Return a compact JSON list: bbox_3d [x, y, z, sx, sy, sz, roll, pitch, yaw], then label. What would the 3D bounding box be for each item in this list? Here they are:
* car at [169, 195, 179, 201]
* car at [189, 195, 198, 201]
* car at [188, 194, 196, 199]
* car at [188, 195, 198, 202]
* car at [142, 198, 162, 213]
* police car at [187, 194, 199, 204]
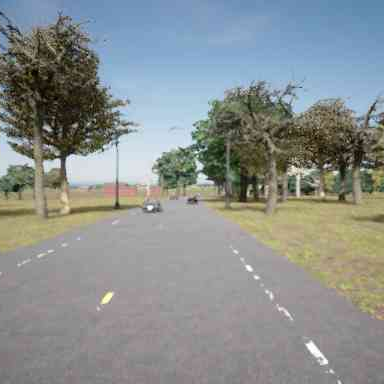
[{"bbox_3d":[-4.119,1.310,77.542,1.994,1.385,4.181,0,0,2],"label":"car"},{"bbox_3d":[0.406,1.366,76.687,1.837,1.490,4.892,0,0,2],"label":"car"},{"bbox_3d":[0.079,1.174,93.556,1.812,1.442,4.674,0,0,3],"label":"car"},{"bbox_3d":[0.243,1.361,70.712,1.882,1.535,5.008,0,0,1],"label":"car"},{"bbox_3d":[-4.375,1.472,36.732,2.128,1.511,4.902,0,0,-1],"label":"car"},{"bbox_3d":[0.080,1.345,60.860,1.930,1.638,5.238,0,0,1],"label":"police car"}]
